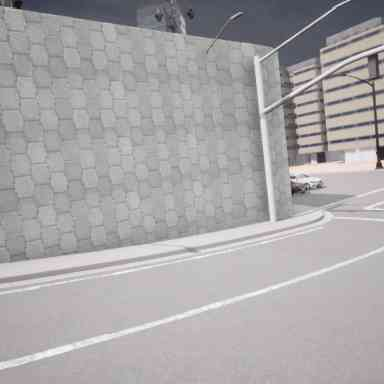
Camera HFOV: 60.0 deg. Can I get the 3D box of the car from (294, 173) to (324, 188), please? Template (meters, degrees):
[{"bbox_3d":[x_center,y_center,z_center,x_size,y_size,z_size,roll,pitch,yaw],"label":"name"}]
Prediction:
[{"bbox_3d":[9.705,-0.975,30.510,1.812,1.442,4.674,-10,6,-35],"label":"car"}]

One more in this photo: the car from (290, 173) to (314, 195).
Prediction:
[{"bbox_3d":[7.353,-0.459,27.867,1.812,1.442,4.674,-10,6,-35],"label":"car"}]
